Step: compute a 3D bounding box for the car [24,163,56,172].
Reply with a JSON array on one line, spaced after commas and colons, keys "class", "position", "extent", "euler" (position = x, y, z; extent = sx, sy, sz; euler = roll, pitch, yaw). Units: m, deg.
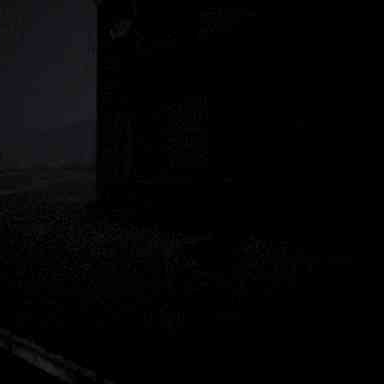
[{"class": "car", "position": [-19.327, -3.063, 44.189], "extent": [4.892, 1.521, 2.231], "euler": [1, 0, 27]}]

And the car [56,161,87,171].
[{"class": "car", "position": [-14.250, -3.107, 41.740], "extent": [4.553, 1.767, 2.185], "euler": [1, 1, 26]}]

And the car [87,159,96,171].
[{"class": "car", "position": [-9.152, -3.128, 39.394], "extent": [5.566, 2.045, 2.435], "euler": [1, 1, 25]}]

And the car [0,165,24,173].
[{"class": "car", "position": [-24.156, -3.085, 46.654], "extent": [4.674, 1.452, 2.002], "euler": [1, 0, 28]}]
